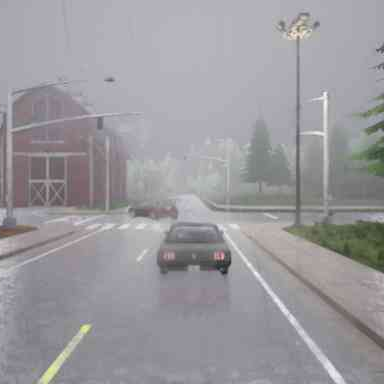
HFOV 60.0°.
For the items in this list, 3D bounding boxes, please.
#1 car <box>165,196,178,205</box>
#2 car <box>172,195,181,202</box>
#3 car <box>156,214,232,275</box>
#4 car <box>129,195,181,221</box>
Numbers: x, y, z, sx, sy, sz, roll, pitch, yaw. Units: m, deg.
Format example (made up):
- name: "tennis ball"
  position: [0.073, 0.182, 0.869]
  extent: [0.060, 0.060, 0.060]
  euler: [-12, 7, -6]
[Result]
- name: "car"
  position: [-3.543, 1.415, 57.946]
  extent: [1.812, 1.442, 4.674]
  euler: [0, 0, 0]
- name: "car"
  position: [-3.491, 1.380, 74.052]
  extent: [1.812, 1.442, 4.674]
  euler: [0, 0, 0]
- name: "car"
  position: [0.068, 1.581, 10.343]
  extent: [1.895, 1.301, 4.718]
  euler: [0, 0, 0]
- name: "car"
  position: [-3.195, 1.283, 26.719]
  extent: [2.097, 1.767, 4.553]
  euler: [-1, 1, -42]
